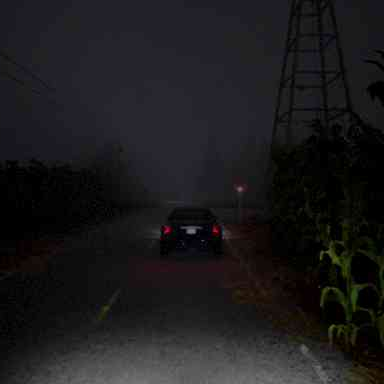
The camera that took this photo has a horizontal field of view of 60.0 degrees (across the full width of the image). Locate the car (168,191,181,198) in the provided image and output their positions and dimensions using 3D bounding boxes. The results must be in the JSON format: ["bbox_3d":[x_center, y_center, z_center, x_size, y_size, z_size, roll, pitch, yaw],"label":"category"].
[{"bbox_3d":[-3.469,0.775,66.772,2.150,2.045,5.566,0,1,0],"label":"car"}]

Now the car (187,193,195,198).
[{"bbox_3d":[-0.308,1.004,77.851,1.812,1.442,4.674,0,0,0],"label":"car"}]

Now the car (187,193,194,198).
[{"bbox_3d":[-0.347,0.963,87.881,1.895,1.301,4.718,0,0,0],"label":"car"}]

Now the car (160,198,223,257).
[{"bbox_3d":[-0.009,1.266,12.767,2.097,1.767,4.553,0,0,0],"label":"car"}]
